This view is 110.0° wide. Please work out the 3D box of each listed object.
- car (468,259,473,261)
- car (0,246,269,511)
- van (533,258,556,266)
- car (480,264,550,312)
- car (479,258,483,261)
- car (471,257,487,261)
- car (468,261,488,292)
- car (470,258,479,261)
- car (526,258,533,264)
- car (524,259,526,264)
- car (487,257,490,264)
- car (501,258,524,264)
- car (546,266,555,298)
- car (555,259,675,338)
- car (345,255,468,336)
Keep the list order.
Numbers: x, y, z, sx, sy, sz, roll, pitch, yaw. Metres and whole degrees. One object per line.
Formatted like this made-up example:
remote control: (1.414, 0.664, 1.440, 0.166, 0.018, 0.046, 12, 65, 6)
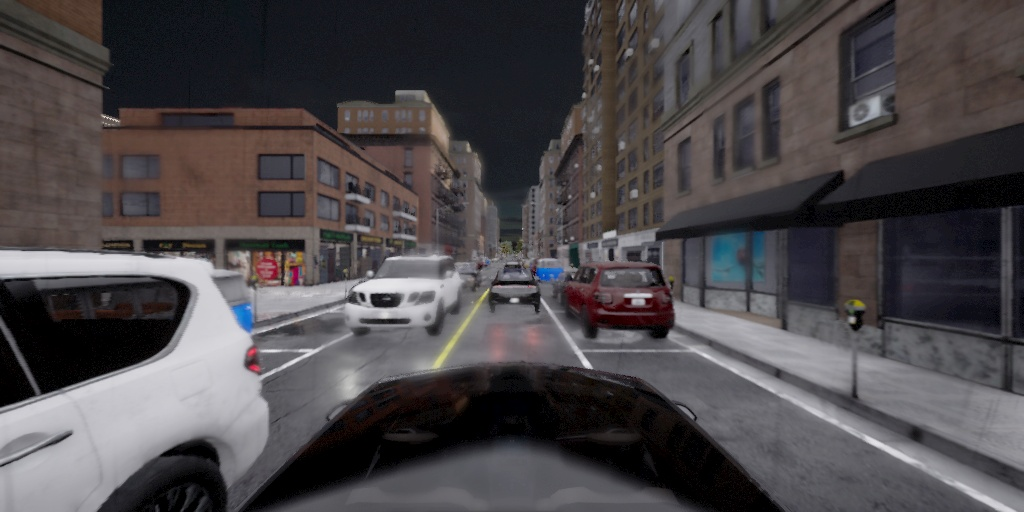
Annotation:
car: (-5.394, 1.279, 36.931, 1.751, 1.417, 4.829, 0, 0, 0)
car: (-2.853, 0.972, 0.323, 2.150, 2.045, 5.566, 0, 0, 0)
van: (2.694, 1.094, 26.288, 1.690, 1.789, 3.998, 0, 0, 0)
car: (0.100, 1.243, 14.232, 2.128, 1.511, 4.902, 0, 0, 0)
car: (-5.389, 1.320, 47.913, 1.948, 1.339, 4.313, 0, 0, 0)
car: (-5.387, 1.070, 53.319, 2.192, 1.841, 5.009, 0, 0, 0)
car: (-2.833, 1.244, 21.243, 2.128, 1.511, 4.902, 0, 0, 0)
car: (-5.391, 1.305, 42.507, 2.007, 1.370, 4.403, 0, 0, 0)
car: (2.690, 1.068, 31.695, 2.192, 1.841, 5.009, 0, 0, 0)
car: (2.673, 1.280, 53.489, 1.751, 1.417, 4.829, 0, 0, 0)
car: (-5.382, 1.338, 64.132, 1.802, 1.307, 4.207, 0, 0, 0)
car: (0.082, 1.231, 38.930, 1.882, 1.535, 5.008, 0, 0, 0)
car: (2.702, 1.302, 15.475, 2.007, 1.370, 4.403, 0, 0, 0)
car: (2.706, 1.066, 10.069, 2.192, 1.841, 5.009, 0, 0, 0)
car: (-2.850, 0.973, 10.789, 2.150, 2.045, 5.566, 0, 0, 0)
